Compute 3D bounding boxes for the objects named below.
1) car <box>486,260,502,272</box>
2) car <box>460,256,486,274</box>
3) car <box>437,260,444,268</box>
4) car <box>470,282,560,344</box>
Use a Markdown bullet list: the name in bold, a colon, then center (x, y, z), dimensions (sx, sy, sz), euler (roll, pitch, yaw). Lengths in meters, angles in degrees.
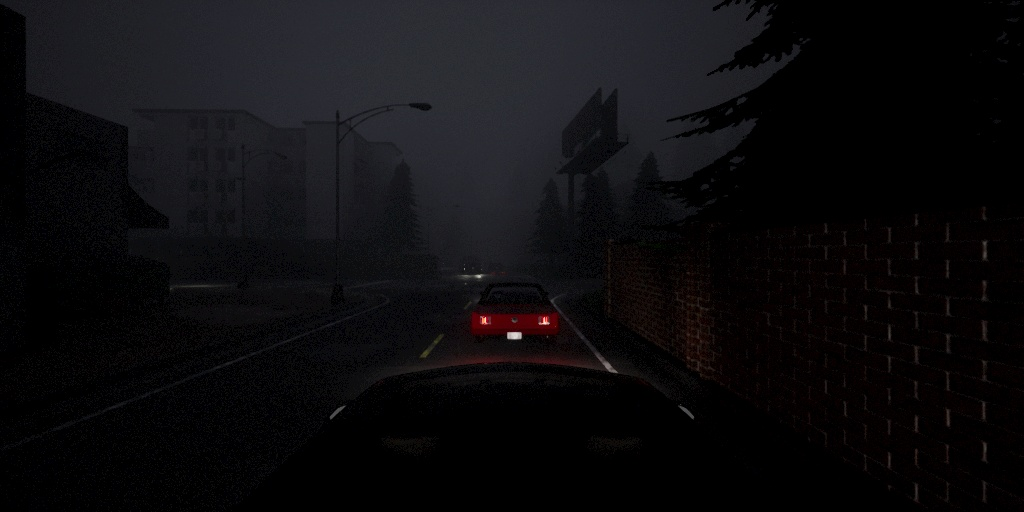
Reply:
- **car**: center (-2.580, 1.267, 47.373), dimensions (1.812, 1.442, 4.674), euler (0, 0, -18)
- **car**: center (-4.776, 0.963, 41.151), dimensions (2.150, 2.045, 5.566), euler (0, 0, -13)
- **car**: center (-13.022, 1.245, 59.443), dimensions (1.837, 1.490, 4.892), euler (1, -1, -39)
- **car**: center (0.060, 1.349, 9.590), dimensions (1.895, 1.301, 4.718), euler (0, 0, 0)
